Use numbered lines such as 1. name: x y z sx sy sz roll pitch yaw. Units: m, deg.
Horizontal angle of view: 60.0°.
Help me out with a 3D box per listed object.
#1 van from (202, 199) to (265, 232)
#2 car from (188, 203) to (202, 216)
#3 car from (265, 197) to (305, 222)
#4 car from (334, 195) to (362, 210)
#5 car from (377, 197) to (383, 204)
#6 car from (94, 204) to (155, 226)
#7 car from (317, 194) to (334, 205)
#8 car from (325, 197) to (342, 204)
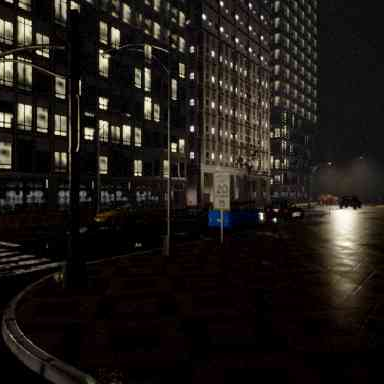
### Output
1. van: 2.636 1.368 20.252 1.690 1.788 3.998 0 0 38
2. car: 1.362 1.604 31.689 1.802 1.307 4.206 0 0 38
3. car: 7.603 1.472 26.877 1.967 1.590 4.097 0 0 38
4. car: 21.191 1.368 44.503 2.192 1.841 5.009 0 0 38
5. car: 38.174 1.658 66.534 1.947 1.339 4.313 0 0 38
6. car: -4.751 1.540 23.971 1.752 1.417 4.829 0 0 38
7. car: 25.141 1.380 62.535 2.192 1.841 5.009 0 0 38
8. car: 28.538 1.624 66.940 2.008 1.369 4.403 0 0 38
